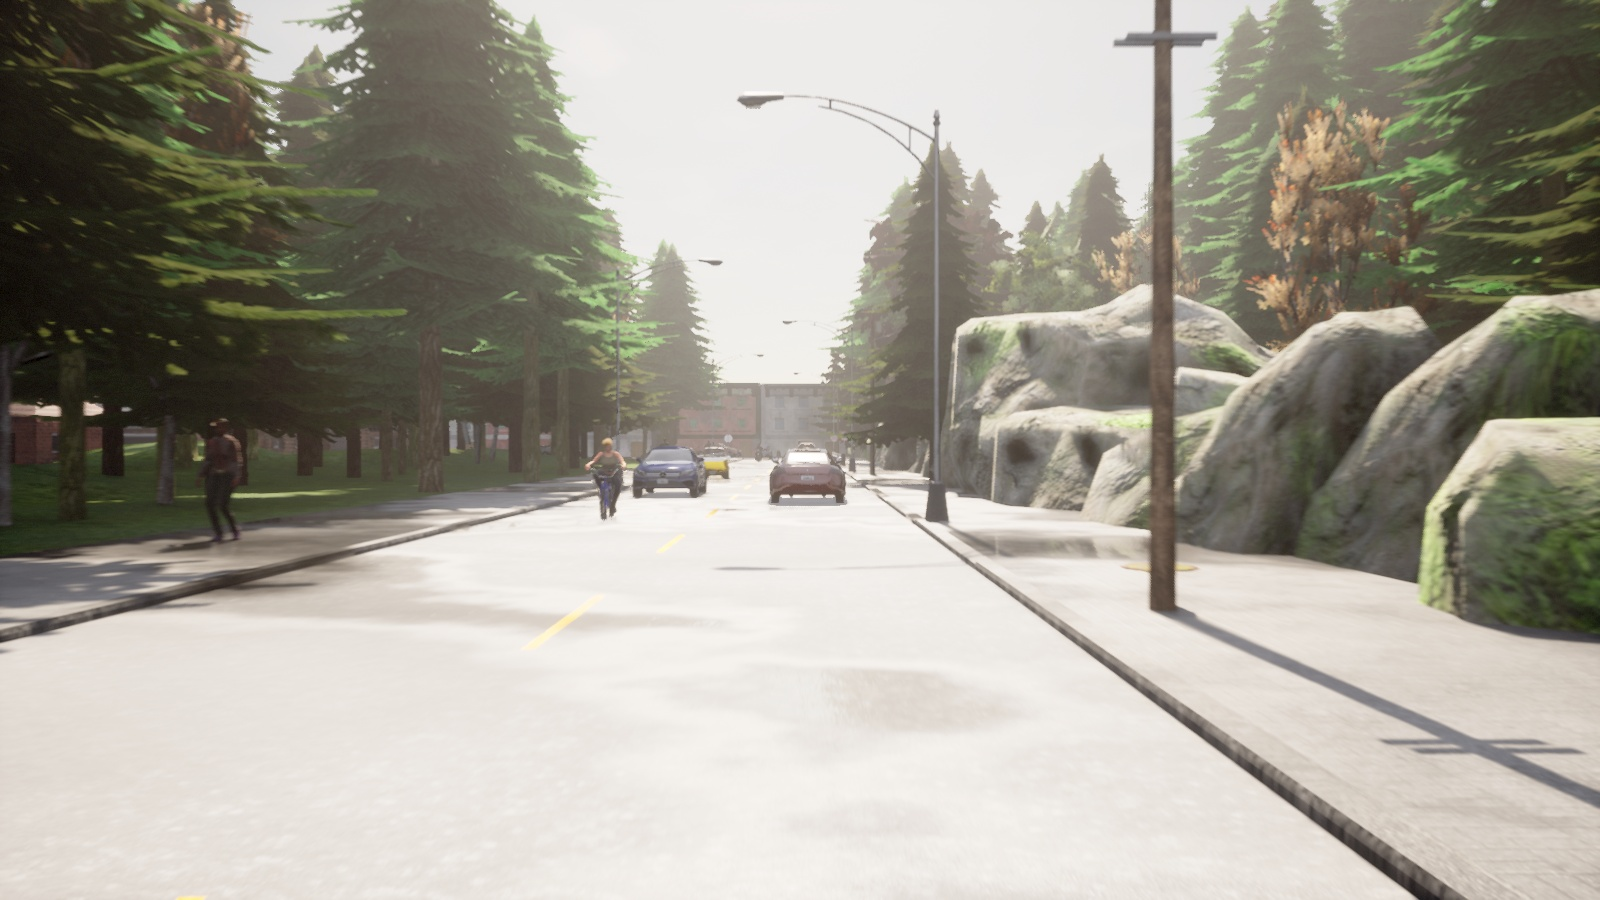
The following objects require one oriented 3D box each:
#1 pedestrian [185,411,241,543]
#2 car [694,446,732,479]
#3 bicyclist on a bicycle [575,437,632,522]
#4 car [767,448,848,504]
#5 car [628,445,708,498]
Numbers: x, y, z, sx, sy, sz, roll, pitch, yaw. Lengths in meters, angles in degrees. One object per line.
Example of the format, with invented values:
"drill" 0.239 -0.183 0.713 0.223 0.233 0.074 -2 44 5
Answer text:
"pedestrian" -8.232 0.363 17.635 0.328 1.805 0.869 0 0 4
"car" -3.690 0.537 53.486 1.481 1.376 2.207 0 0 0
"bicyclist on a bicycle" -3.844 0.559 24.704 0.866 1.612 1.509 0 0 1
"car" 0.199 0.648 33.373 1.994 1.385 4.181 0 0 0
"car" -3.783 0.590 36.695 1.812 1.442 4.674 0 0 0
